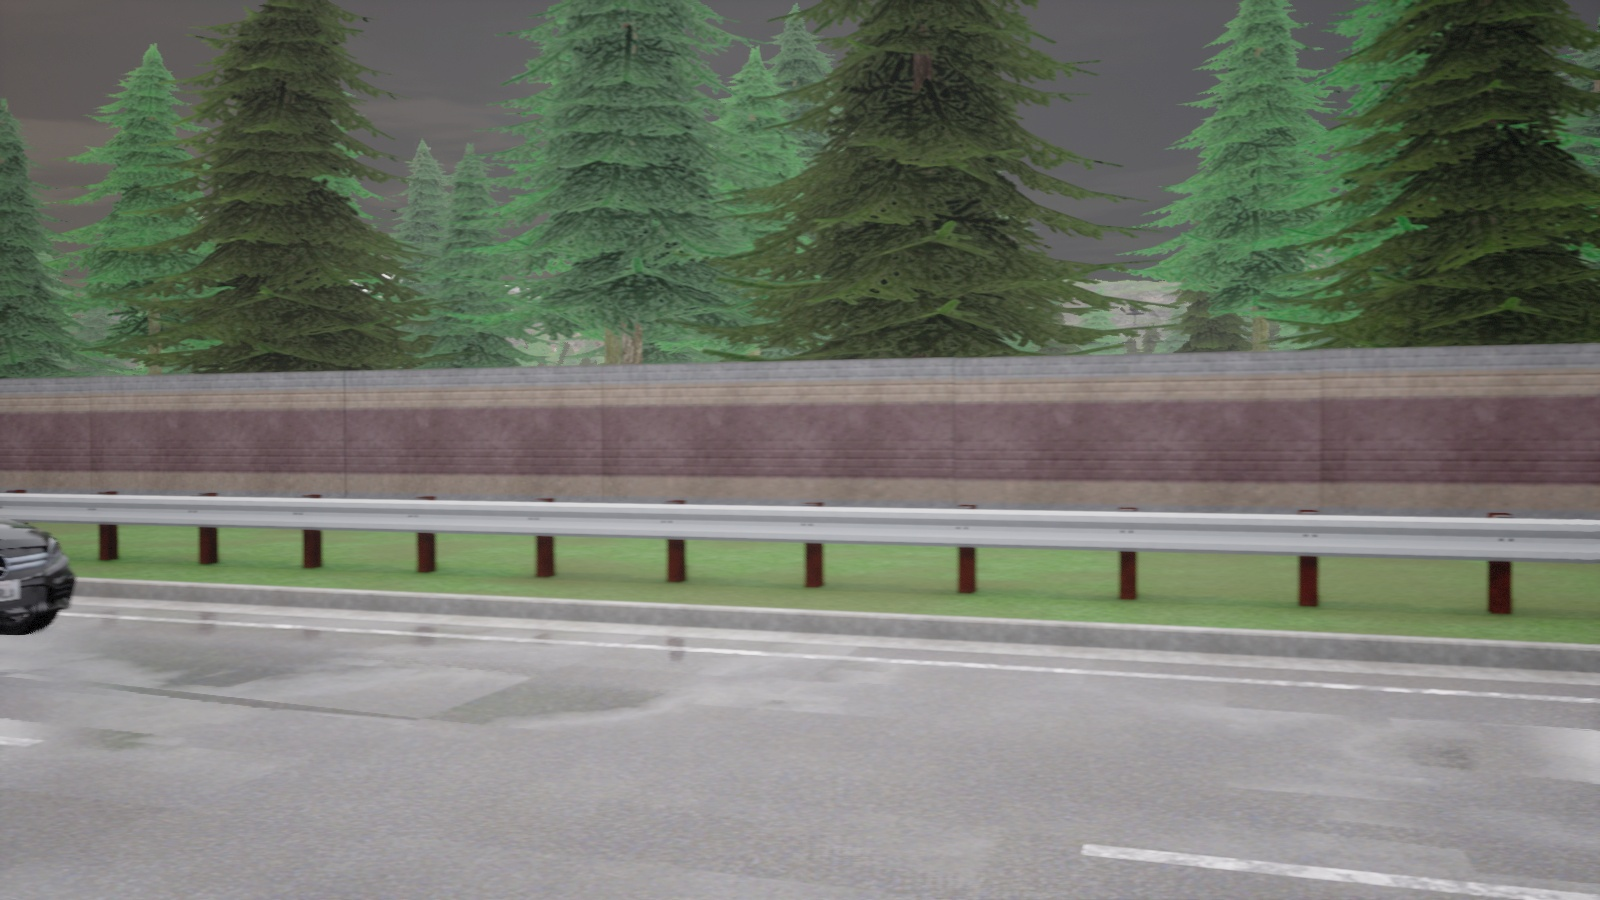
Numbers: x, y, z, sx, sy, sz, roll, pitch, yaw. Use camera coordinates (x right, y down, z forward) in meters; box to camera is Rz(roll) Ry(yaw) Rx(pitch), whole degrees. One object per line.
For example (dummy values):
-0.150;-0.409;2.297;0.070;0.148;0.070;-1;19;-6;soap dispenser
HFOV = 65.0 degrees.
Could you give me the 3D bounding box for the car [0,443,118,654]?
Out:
-7.723;0.671;9.486;4.674;1.442;1.812;1;1;19;car
